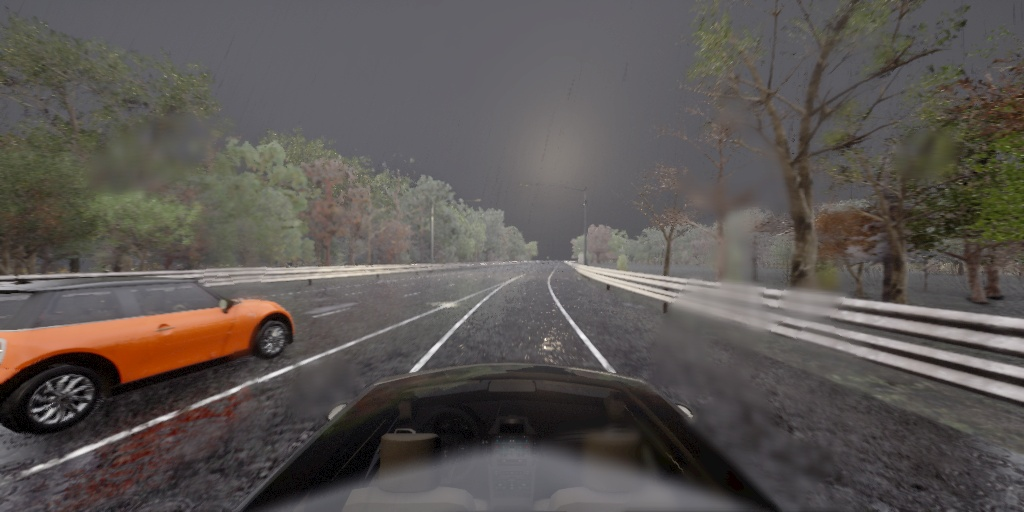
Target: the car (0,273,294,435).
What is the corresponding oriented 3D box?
[{"bbox_3d":[-5.884,1.113,5.806,2.097,1.767,4.553,0,-1,8],"label":"car"}]
